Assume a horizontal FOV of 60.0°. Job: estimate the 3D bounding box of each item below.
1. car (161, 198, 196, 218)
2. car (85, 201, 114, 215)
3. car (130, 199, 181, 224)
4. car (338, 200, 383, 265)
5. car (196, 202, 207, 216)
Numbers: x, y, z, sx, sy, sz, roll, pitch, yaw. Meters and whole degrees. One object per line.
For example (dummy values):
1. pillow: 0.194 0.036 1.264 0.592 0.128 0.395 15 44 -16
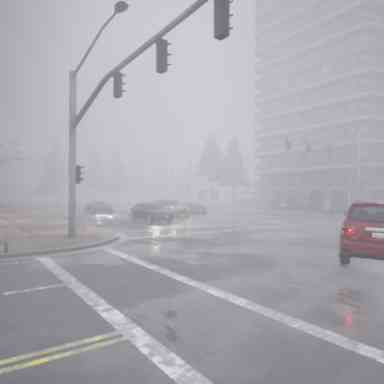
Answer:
1. car: -2.046 1.436 30.070 2.097 1.767 4.553 0 0 -35
2. car: -9.834 1.632 35.126 1.994 1.385 4.181 0 0 -35
3. car: -3.172 1.570 25.579 1.837 1.490 4.892 0 0 -35
4. car: 6.384 1.283 11.335 2.150 2.045 5.566 1 0 30
5. car: -0.273 1.667 33.919 1.994 1.385 4.181 0 0 -35
